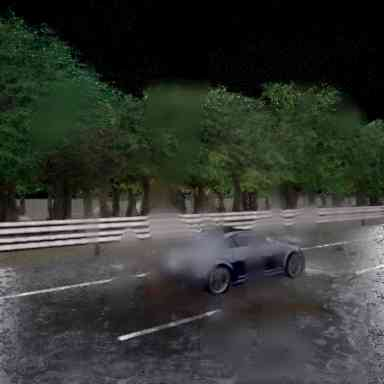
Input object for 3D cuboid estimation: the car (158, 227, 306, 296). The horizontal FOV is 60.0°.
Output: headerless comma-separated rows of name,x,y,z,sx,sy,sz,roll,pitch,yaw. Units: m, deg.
car,1.185,1.652,8.991,4.181,1.385,1.994,0,-1,-37
